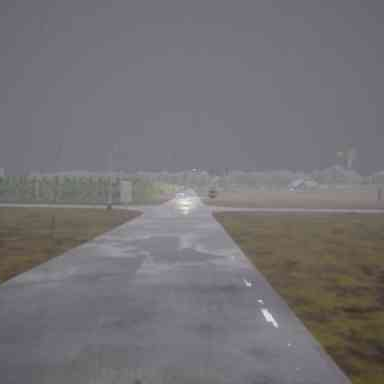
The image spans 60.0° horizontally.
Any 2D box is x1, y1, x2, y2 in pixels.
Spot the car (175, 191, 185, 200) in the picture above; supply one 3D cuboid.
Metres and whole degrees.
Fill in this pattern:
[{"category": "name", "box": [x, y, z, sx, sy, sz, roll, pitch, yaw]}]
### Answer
[{"category": "car", "box": [-2.762, 0.692, 76.484, 2.150, 2.045, 5.566, 0, 1, 0]}]
